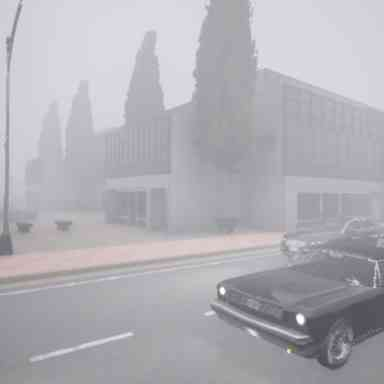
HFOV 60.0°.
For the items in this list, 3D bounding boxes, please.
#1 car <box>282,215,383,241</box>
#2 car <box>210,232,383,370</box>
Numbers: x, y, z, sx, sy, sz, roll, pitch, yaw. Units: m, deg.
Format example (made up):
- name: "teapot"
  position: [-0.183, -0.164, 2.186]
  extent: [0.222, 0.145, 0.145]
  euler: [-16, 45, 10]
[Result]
- name: "car"
  position: [5.293, 1.624, 12.162]
  extent: [4.902, 1.511, 2.128]
  euler: [1, -1, -35]
- name: "car"
  position: [2.633, 1.665, 5.920]
  extent: [4.718, 1.301, 1.895]
  euler: [1, -1, -36]
